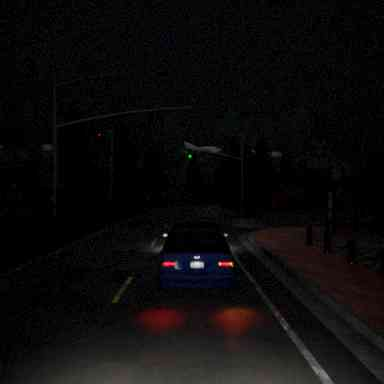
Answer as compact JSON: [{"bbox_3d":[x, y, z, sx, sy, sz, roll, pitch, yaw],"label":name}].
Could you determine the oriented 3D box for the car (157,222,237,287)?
[{"bbox_3d":[0.105,1.579,9.458,2.033,1.411,5.357,0,0,0],"label":"car"}]
